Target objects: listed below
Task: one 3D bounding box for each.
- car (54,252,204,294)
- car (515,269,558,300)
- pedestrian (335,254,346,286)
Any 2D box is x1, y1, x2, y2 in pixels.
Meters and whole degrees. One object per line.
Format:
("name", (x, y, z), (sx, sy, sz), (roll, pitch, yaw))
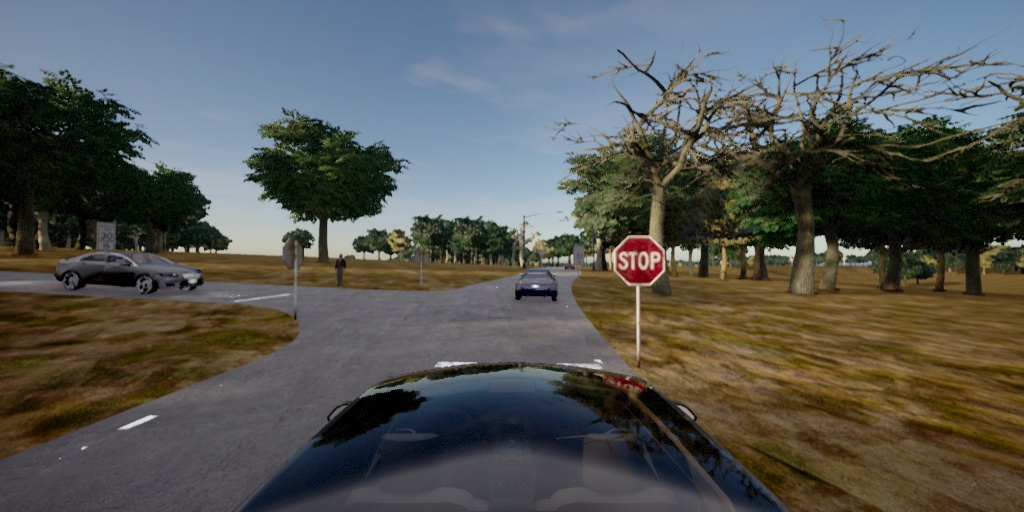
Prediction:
("car", (-14.882, 0.606, 14.111), (4.902, 1.511, 2.128), (3, -1, 3))
("car", (1.306, 1.344, 18.072), (1.994, 1.385, 4.181), (0, 0, 7))
("pedestrian", (-9.681, 0.745, 20.177), (0.375, 1.860, 0.375), (0, -4, 3))
